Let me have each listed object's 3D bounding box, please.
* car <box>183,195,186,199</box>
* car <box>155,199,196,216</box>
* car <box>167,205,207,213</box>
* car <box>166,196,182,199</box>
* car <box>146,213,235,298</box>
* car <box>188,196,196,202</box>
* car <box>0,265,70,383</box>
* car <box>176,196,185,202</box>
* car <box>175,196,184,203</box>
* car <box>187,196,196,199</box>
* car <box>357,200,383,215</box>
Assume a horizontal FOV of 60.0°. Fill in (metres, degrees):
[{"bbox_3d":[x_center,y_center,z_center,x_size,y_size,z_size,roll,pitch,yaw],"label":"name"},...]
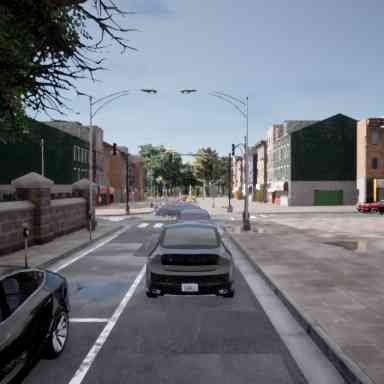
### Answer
[{"bbox_3d":[-2.681,1.628,63.324,1.887,1.381,4.507,-1,0,0],"label":"car"},{"bbox_3d":[-1.203,1.591,29.861,4.181,1.385,1.994,0,0,0],"label":"car"},{"bbox_3d":[0.091,1.552,16.005,2.033,1.411,5.357,0,0,0],"label":"car"},{"bbox_3d":[-2.670,1.478,41.586,1.967,1.590,4.097,-1,0,0],"label":"car"},{"bbox_3d":[-0.027,1.505,8.525,1.837,1.490,4.892,0,0,0],"label":"car"},{"bbox_3d":[-0.045,1.671,82.173,2.033,1.411,5.357,0,0,0],"label":"car"},{"bbox_3d":[-2.646,1.565,3.265,1.947,1.339,4.313,-1,0,0],"label":"car"},{"bbox_3d":[-2.690,1.690,79.628,1.947,1.339,4.313,-1,0,0],"label":"car"},{"bbox_3d":[-2.687,1.655,74.194,1.887,1.381,4.507,-1,0,0],"label":"car"},{"bbox_3d":[-0.028,1.582,71.739,1.882,1.535,5.008,0,0,0],"label":"car"},{"bbox_3d":[17.466,1.339,29.866,4.718,1.301,1.895,-1,1,0],"label":"car"}]
